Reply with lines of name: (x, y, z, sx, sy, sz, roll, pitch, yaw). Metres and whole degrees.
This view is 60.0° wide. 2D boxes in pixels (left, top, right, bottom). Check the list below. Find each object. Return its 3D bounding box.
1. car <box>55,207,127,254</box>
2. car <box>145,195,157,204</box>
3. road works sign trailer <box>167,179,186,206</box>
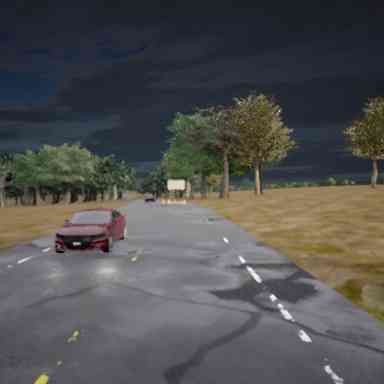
car: (-3.837, 1.394, 13.351, 1.882, 1.535, 5.008, 0, 1, -2)
car: (-6.659, 1.208, 53.575, 1.895, 1.301, 4.718, 0, 0, -6)
road works sign trailer: (-2.107, 0.081, 44.647, 2.380, 3.560, 2.880, 0, 0, -6)
